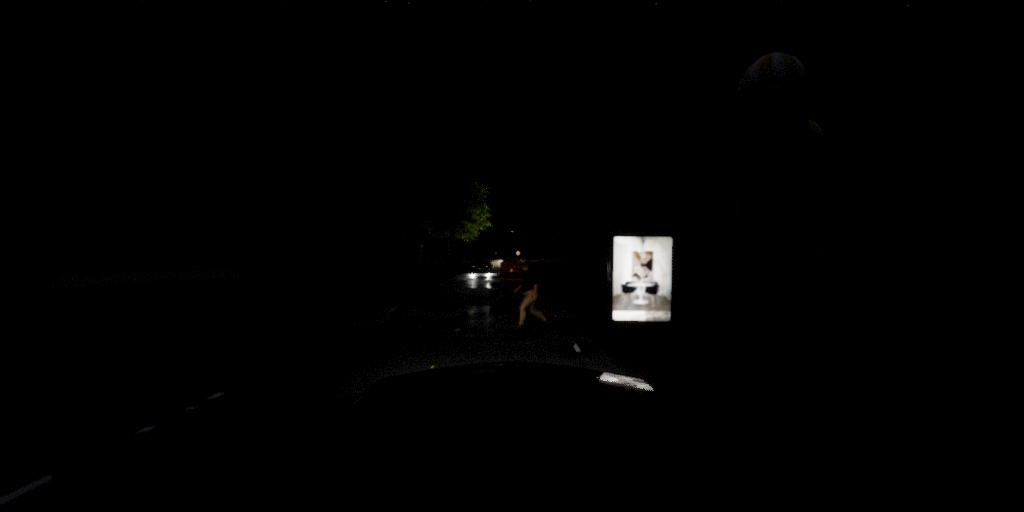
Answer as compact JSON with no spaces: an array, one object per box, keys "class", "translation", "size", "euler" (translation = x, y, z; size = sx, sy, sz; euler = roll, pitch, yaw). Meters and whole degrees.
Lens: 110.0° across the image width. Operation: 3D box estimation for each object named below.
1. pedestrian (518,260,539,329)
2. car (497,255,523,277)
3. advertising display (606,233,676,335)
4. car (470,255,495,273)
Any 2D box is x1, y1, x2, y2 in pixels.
[{"class":"pedestrian","translation":[0.426,0.950,9.316],"size":[0.375,1.860,0.375],"euler":[-1,1,0]},{"class":"car","translation":[-0.040,0.904,30.092],"size":[1.882,1.535,5.008],"euler":[0,1,0]},{"class":"advertising display","translation":[3.097,0.686,8.706],"size":[1.540,2.440,0.280],"euler":[0,0,0]},{"class":"car","translation":[-2.982,0.877,35.481],"size":[1.837,1.490,4.892],"euler":[0,0,0]}]
